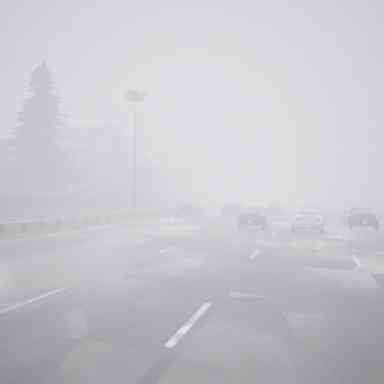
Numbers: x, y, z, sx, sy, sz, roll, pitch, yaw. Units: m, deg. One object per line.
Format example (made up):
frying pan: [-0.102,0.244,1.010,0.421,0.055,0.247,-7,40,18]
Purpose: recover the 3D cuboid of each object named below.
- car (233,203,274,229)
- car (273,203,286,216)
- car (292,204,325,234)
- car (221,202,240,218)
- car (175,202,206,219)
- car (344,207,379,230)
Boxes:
car: [4.409,1.728,23.251,1.812,1.442,4.674,0,0,19]
car: [9.237,1.907,36.885,1.994,1.385,4.181,0,0,20]
car: [7.343,1.741,21.050,1.812,1.442,4.674,0,0,20]
car: [4.292,1.762,33.406,2.128,1.511,4.902,0,0,20]
car: [-0.092,1.722,31.511,1.837,1.490,4.892,0,0,19]
car: [12.014,1.805,23.756,1.812,1.442,4.674,0,0,20]
